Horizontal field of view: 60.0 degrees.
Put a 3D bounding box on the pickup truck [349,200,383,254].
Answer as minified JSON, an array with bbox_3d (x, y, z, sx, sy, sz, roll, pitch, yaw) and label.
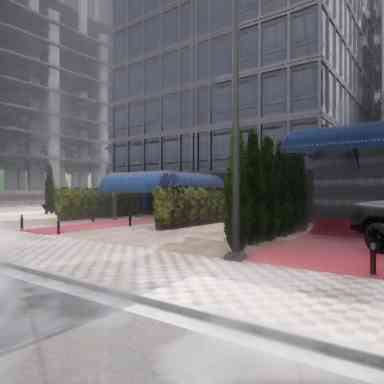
[{"bbox_3d":[8.064,1.057,9.935,2.390,2.098,6.274,0,0,-24],"label":"pickup truck"}]
